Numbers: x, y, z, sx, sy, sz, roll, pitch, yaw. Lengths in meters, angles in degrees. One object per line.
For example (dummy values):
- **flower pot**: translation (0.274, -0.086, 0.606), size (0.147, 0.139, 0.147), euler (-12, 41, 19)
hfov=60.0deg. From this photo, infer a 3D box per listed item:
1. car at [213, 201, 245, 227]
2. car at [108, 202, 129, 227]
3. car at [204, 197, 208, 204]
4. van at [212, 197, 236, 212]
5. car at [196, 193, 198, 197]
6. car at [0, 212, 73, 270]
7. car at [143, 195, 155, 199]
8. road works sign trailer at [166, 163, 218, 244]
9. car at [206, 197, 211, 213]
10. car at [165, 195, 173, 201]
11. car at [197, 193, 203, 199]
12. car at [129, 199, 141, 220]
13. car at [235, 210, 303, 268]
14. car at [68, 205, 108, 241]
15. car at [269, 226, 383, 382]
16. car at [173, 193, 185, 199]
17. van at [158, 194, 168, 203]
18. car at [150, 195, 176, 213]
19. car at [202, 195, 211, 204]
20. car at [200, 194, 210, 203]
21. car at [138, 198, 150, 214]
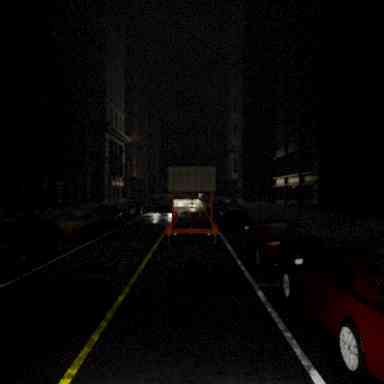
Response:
- **car**: translation (2.762, 1.525, 22.285), size (2.008, 1.369, 4.403), euler (0, 0, 0)
- **car**: translation (-5.763, 1.540, 22.268), size (1.947, 1.339, 4.313), euler (0, 0, 0)
- **car**: translation (2.762, 1.546, 39.194), size (1.802, 1.307, 4.206), euler (0, 0, 0)
- **van**: translation (2.761, 1.311, 27.921), size (1.690, 1.788, 3.998), euler (0, 0, 0)
- **car**: translation (2.762, 1.493, 90.090), size (1.752, 1.417, 4.829), euler (0, 0, 0)
- **car**: translation (-5.763, 1.551, 10.995), size (1.947, 1.339, 4.313), euler (0, 0, 0)
- **car**: translation (-5.764, 1.403, 39.178), size (1.967, 1.590, 4.097), euler (0, 0, 0)
- **road works sign trailer**: translation (0.001, 0.445, 15.668), size (2.380, 3.560, 2.880), euler (0, 0, 0)
- **car**: translation (2.762, 1.517, 33.557), size (2.008, 1.369, 4.403), euler (0, 0, 0)
- **car**: translation (-5.763, 1.508, 84.270), size (1.887, 1.381, 4.507), euler (0, 0, 0)
- **car**: translation (2.761, 1.274, 67.374), size (2.192, 1.841, 5.009), euler (0, 0, 0)
- **car**: translation (-5.763, 1.551, 27.905), size (1.802, 1.307, 4.206), euler (0, 0, 0)
- **car**: translation (2.762, 1.531, 11.012), size (1.887, 1.381, 4.507), euler (0, 0, 0)
- **car**: translation (-5.763, 1.505, 16.461), size (1.752, 1.417, 4.829), euler (0, 0, 0)
- **car**: translation (2.762, 1.538, 5.376), size (1.887, 1.381, 4.507), euler (0, 0, 0)
- **car**: translation (-2.998, 0.836, 77.294), size (2.150, 2.045, 5.566), euler (0, 0, 0)
- **van**: translation (-5.764, 1.300, 67.360), size (1.690, 1.788, 3.998), euler (0, 0, 0)
- **car**: translation (-3.095, 1.442, 36.893), size (1.882, 1.535, 5.008), euler (0, 0, 0)
- **car**: translation (2.762, 1.512, 44.830), size (2.008, 1.369, 4.403), euler (0, 0, 0)
- **car**: translation (2.762, 1.504, 56.102), size (1.887, 1.381, 4.507), euler (0, 0, 0)
- **car**: translation (-5.763, 1.532, 33.541), size (1.947, 1.339, 4.313), euler (0, 0, 0)
